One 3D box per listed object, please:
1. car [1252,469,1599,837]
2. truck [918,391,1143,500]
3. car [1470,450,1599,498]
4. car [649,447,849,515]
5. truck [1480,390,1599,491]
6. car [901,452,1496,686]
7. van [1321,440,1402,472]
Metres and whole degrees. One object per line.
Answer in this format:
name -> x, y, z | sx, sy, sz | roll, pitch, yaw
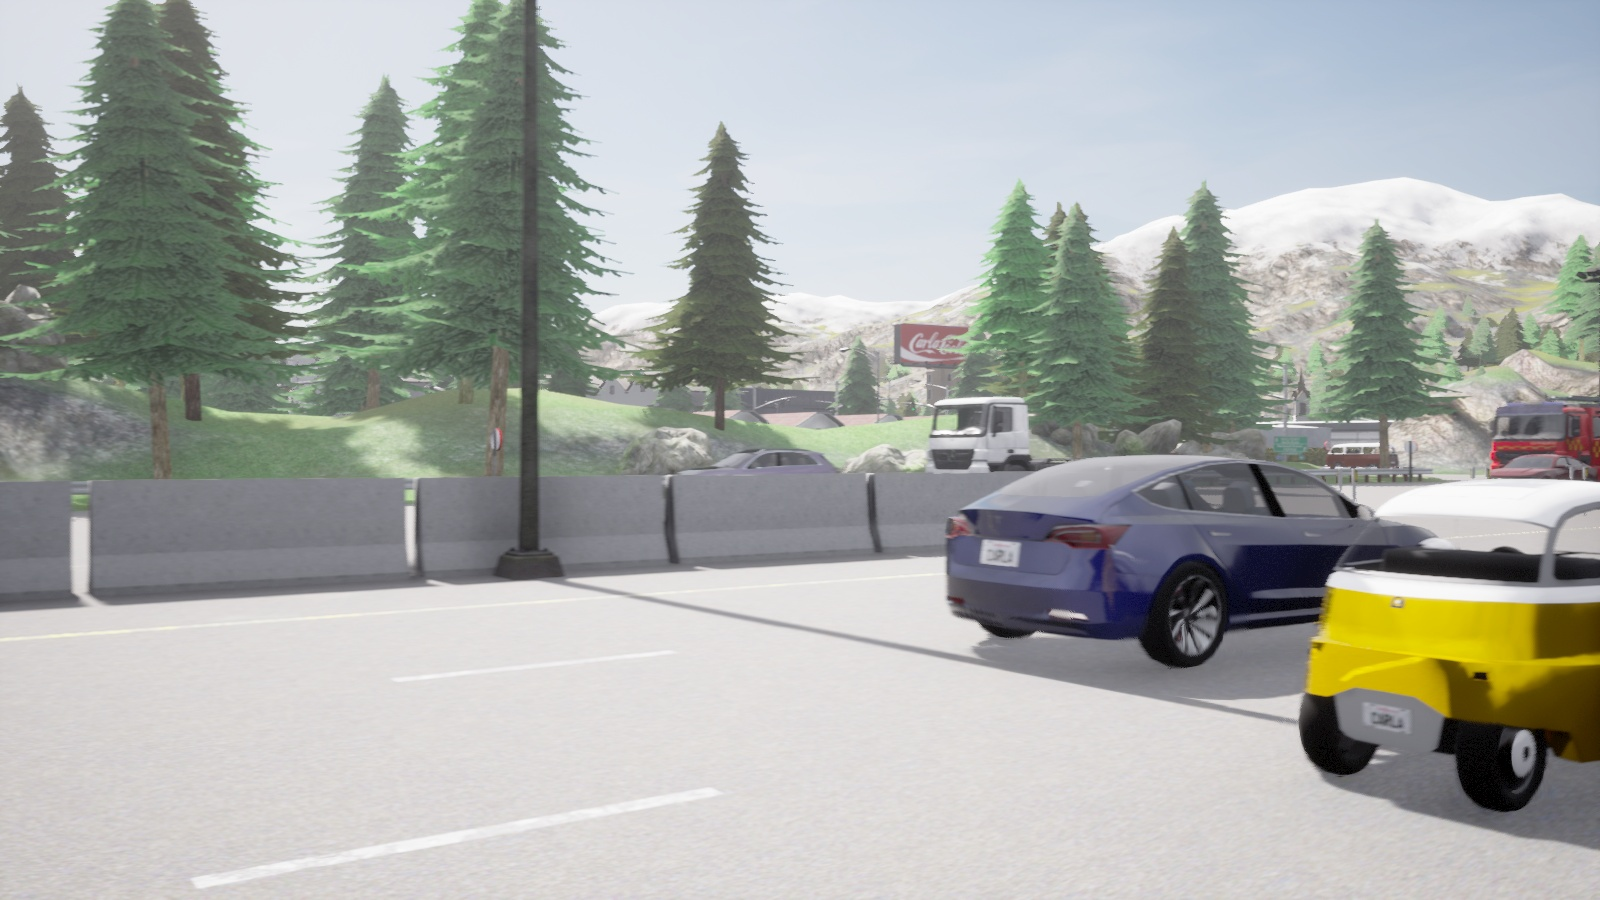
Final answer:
car -> 3.526, 0.807, 6.112 | 2.207, 1.376, 1.481 | -1, 0, -35
truck -> 8.074, -0.148, 43.392 | 7.936, 3.462, 2.891 | 0, 0, -35
car -> 24.770, 0.773, 42.217 | 5.008, 1.535, 1.882 | 0, 0, -35
car -> -1.277, 0.757, 32.620 | 4.856, 1.649, 2.033 | 0, 0, -35
truck -> 31.283, -0.361, 51.018 | 8.468, 3.827, 2.891 | 0, 0, -35
car -> 3.371, 0.763, 10.269 | 4.792, 1.488, 2.163 | 0, 0, -35
van -> 37.247, 0.398, 83.339 | 2.069, 2.038, 4.480 | 0, 0, -35
